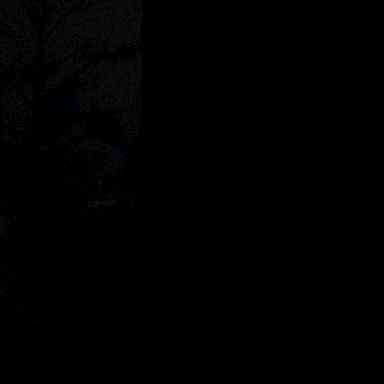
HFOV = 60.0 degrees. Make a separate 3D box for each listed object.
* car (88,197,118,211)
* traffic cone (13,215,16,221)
[{"bbox_3d":[-14.305,1.897,53.941,2.150,2.045,5.566,1,0,25],"label":"car"},{"bbox_3d":[-15.412,2.243,28.946,0.340,0.580,0.340,1,-1,-16],"label":"traffic cone"}]
